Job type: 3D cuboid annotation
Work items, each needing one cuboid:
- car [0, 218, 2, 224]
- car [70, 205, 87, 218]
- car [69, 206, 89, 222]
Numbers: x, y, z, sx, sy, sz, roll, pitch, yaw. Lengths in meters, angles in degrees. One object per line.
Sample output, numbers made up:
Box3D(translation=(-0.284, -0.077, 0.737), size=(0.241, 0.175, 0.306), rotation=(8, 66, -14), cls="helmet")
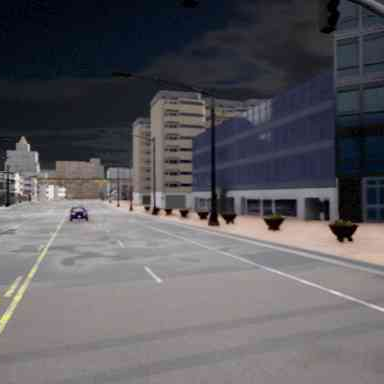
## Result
Box3D(translation=(-15.974, 2.308, 25.262), size=(1.895, 1.301, 4.718), rotation=(0, -1, -19), cls="car")
Box3D(translation=(-15.950, 2.692, 46.574), size=(2.128, 1.511, 4.902), rotation=(0, -1, -19), cls="car")
Box3D(translation=(-12.518, 2.457, 36.944), size=(1.812, 1.442, 4.674), rotation=(0, -1, -19), cls="car")
